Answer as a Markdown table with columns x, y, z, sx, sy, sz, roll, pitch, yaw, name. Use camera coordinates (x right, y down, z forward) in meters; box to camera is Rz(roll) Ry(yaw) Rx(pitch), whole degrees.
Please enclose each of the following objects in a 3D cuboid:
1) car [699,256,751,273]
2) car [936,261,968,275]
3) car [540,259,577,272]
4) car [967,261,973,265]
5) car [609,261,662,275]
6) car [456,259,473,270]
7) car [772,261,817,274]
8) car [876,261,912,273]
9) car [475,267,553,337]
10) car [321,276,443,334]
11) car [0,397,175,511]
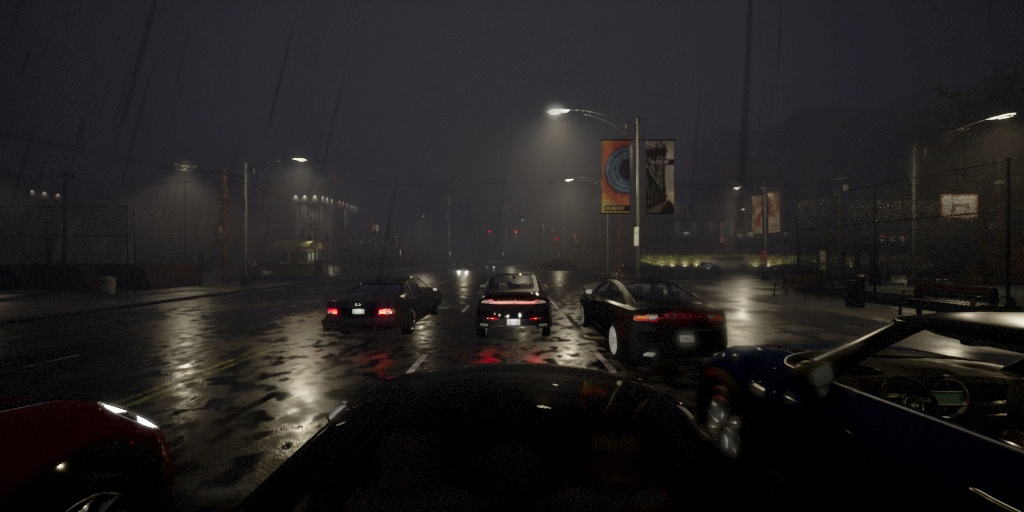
| x | y | z | sx | sy | sz | roll | pitch | yaw | name |
| --- | --- | --- | --- | --- | --- | --- | --- | --- | --- |
| 25.342 | 0.971 | 42.710 | 5.566 | 2.045 | 2.150 | 0 | 0 | 0 | car |
| 45.162 | 1.241 | 35.795 | 4.902 | 1.511 | 2.128 | 0 | 0 | -1 | car |
| 5.820 | 1.102 | 45.397 | 4.553 | 1.767 | 2.097 | 0 | 0 | 33 | car |
| 45.195 | 1.297 | 32.295 | 5.357 | 1.411 | 2.033 | 0 | 0 | -1 | car |
| 13.497 | 1.297 | 39.188 | 5.357 | 1.411 | 2.033 | 0 | 0 | 2 | car |
| -6.907 | 1.241 | 52.434 | 2.128 | 1.511 | 4.902 | 0 | 0 | 2 | car |
| 31.227 | 1.241 | 39.252 | 4.902 | 1.511 | 2.128 | 0 | 0 | 0 | car |
| 45.010 | 1.283 | 42.795 | 4.674 | 1.442 | 1.812 | 0 | 0 | -1 | car |
| 0.054 | 1.242 | 10.321 | 2.128 | 1.511 | 4.902 | 0 | 0 | 0 | car |
| -3.443 | 1.297 | 10.584 | 2.033 | 1.411 | 5.357 | 0 | 0 | 0 | car |
| -3.403 | 1.102 | 0.579 | 2.097 | 1.767 | 4.553 | 0 | 0 | 0 | car |
